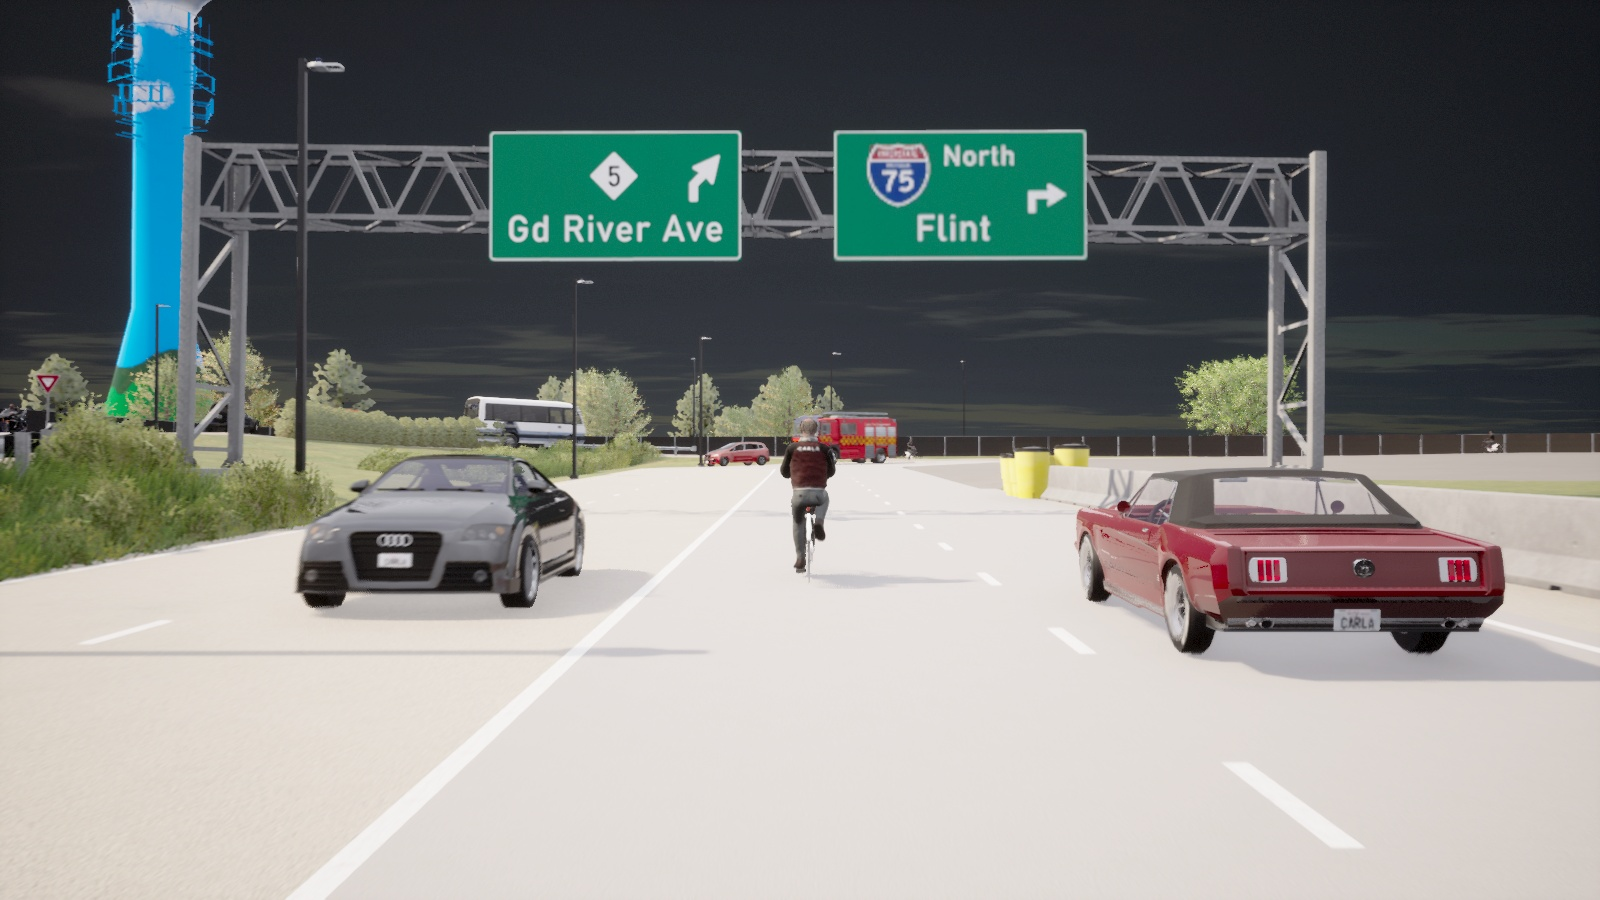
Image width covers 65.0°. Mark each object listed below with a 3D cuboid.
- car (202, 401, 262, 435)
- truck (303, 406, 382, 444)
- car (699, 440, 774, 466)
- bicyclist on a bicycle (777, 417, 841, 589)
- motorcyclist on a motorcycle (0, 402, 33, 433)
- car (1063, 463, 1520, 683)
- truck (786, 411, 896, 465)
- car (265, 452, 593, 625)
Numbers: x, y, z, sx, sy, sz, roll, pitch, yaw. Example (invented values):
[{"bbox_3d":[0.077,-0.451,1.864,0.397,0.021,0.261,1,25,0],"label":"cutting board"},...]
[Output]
[{"bbox_3d":[-35.699,-2.001,79.051,1.905,1.878,3.866,0,-2,2],"label":"car"},{"bbox_3d":[-33.544,-1.796,92.311,2.627,2.467,5.204,-1,-2,21],"label":"truck"},{"bbox_3d":[-4.392,0.209,86.652,4.611,1.667,2.242,-1,0,-31],"label":"car"},{"bbox_3d":[0.096,0.539,13.902,0.659,1.776,1.843,0,1,0],"label":"bicyclist on a bicycle"},{"bbox_3d":[-39.737,-1.613,63.301,0.866,1.530,2.191,0,1,-2],"label":"motorcyclist on a motorcycle"},{"bbox_3d":[3.574,0.793,10.226,1.895,1.301,4.718,0,0,0],"label":"car"},{"bbox_3d":[3.087,-0.862,92.556,8.468,3.827,2.891,-1,1,-42],"label":"truck"},{"bbox_3d":[-3.412,0.733,12.457,1.994,1.385,4.181,0,0,0],"label":"car"}]
